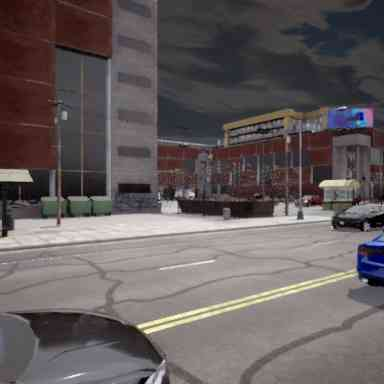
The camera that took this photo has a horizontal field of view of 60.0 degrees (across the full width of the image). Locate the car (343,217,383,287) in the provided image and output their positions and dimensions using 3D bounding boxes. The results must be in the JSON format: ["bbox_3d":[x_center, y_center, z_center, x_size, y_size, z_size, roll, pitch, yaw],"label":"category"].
[{"bbox_3d":[6.017,1.472,8.106,5.008,1.535,1.882,0,0,-35],"label":"car"}]

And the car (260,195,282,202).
[{"bbox_3d":[17.701,1.366,74.335,4.786,1.482,2.161,0,0,-36],"label":"car"}]

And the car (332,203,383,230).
[{"bbox_3d":[10.417,1.466,20.053,5.008,1.535,1.882,0,0,-36],"label":"car"}]

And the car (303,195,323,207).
[{"bbox_3d":[16.636,1.231,47.127,4.553,1.767,2.185,0,0,-36],"label":"car"}]

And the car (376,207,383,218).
[{"bbox_3d":[11.200,1.553,16.309,4.181,1.385,1.994,0,0,-36],"label":"car"}]

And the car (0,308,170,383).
[{"bbox_3d":[-2.402,1.492,2.033,4.902,1.511,2.128,0,0,-36],"label":"car"}]

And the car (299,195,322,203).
[{"bbox_3d":[23.522,1.387,66.197,4.674,1.452,2.002,0,0,-36],"label":"car"}]
